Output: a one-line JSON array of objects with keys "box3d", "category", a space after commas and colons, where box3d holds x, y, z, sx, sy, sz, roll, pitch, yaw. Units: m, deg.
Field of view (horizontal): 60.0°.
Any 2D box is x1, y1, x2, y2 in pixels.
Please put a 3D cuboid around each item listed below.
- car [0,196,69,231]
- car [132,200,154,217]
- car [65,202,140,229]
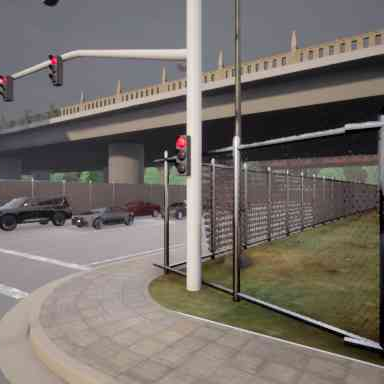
[{"box3d": [-10.576, 1.277, 21.628, 2.150, 2.045, 5.566, 0, 0, 36], "category": "car"}, {"box3d": [-4.901, 1.533, 29.630, 1.882, 1.535, 5.008, 0, 0, 35], "category": "car"}, {"box3d": [-5.857, 1.619, 22.224, 1.994, 1.385, 4.181, 0, 0, 35], "category": "car"}]
